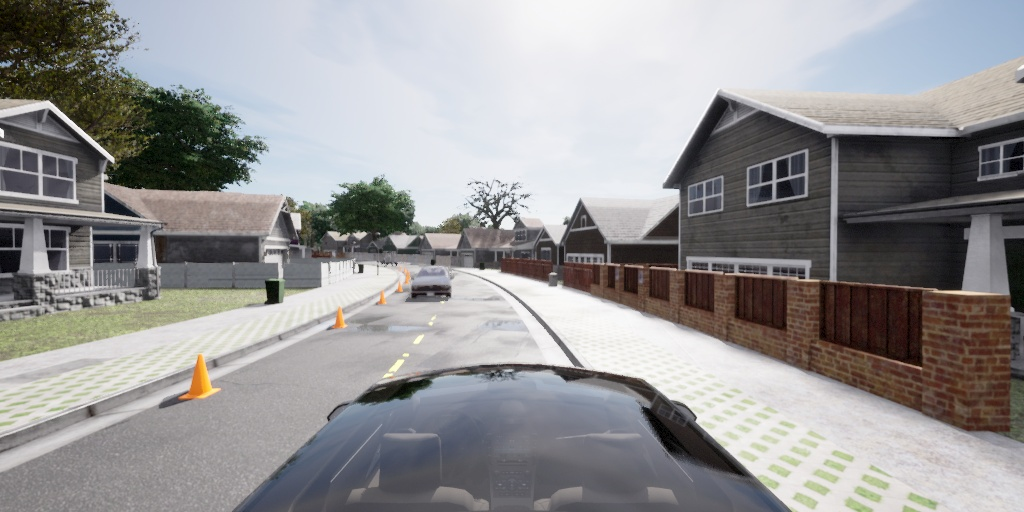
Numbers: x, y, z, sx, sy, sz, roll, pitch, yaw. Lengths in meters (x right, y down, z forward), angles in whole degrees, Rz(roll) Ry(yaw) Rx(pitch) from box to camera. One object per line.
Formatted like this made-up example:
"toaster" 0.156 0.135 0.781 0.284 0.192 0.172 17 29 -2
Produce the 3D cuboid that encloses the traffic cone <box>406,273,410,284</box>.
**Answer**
"traffic cone" -7.183 1.625 24.497 0.340 0.580 0.340 0 0 -13

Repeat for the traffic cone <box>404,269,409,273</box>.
"traffic cone" -8.415 1.585 29.223 0.340 0.580 0.340 0 0 -16

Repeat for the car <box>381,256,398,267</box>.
"car" -19.360 0.800 56.483 1.837 1.490 4.892 -1 1 -32

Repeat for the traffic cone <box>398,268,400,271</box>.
"traffic cone" -13.416 1.460 42.983 0.340 0.580 0.340 0 0 -24

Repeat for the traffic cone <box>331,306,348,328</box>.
"traffic cone" -4.829 1.698 10.047 0.340 0.580 0.340 0 0 -5

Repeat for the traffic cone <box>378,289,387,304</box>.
"traffic cone" -5.387 1.682 14.899 0.340 0.580 0.340 0 0 -8

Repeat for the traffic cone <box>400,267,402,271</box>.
"traffic cone" -11.535 1.501 38.476 0.340 0.580 0.340 0 0 -21

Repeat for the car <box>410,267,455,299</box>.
"car" -3.935 1.256 18.106 2.033 1.411 5.357 0 0 -9

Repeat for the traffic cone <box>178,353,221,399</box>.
"traffic cone" -4.497 1.706 5.174 0.340 0.580 0.340 0 0 -3

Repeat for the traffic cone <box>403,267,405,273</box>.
"traffic cone" -9.866 1.542 33.886 0.340 0.580 0.340 0 0 -19

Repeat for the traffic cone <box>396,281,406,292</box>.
"traffic cone" -6.173 1.658 19.719 0.340 0.580 0.340 0 0 -11
